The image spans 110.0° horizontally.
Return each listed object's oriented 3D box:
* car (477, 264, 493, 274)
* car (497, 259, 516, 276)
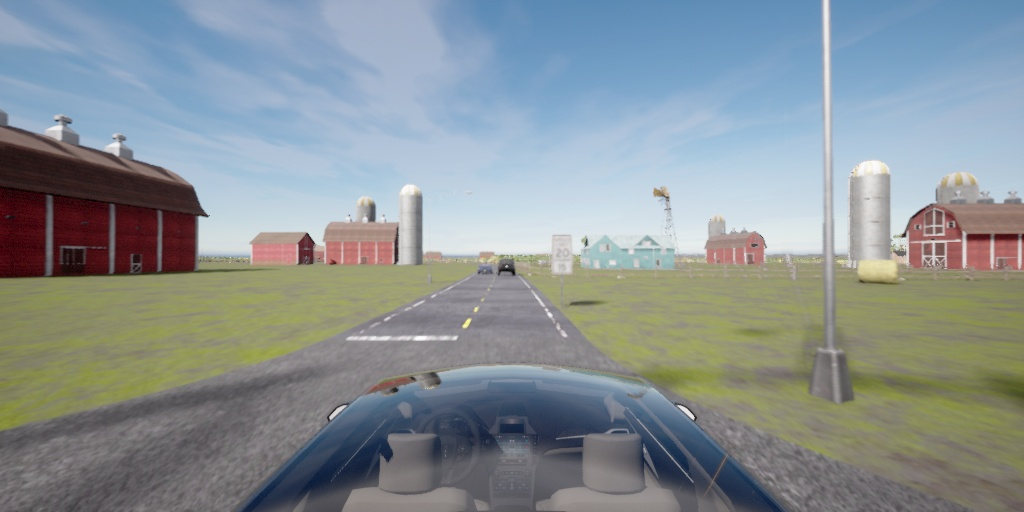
[{"bbox_3d":[-3.631,1.752,49.167,1.994,1.385,4.181,0,-1,-2],"label":"car"},{"bbox_3d":[-0.689,1.357,44.293,2.150,2.045,5.566,0,-1,-2],"label":"car"}]
